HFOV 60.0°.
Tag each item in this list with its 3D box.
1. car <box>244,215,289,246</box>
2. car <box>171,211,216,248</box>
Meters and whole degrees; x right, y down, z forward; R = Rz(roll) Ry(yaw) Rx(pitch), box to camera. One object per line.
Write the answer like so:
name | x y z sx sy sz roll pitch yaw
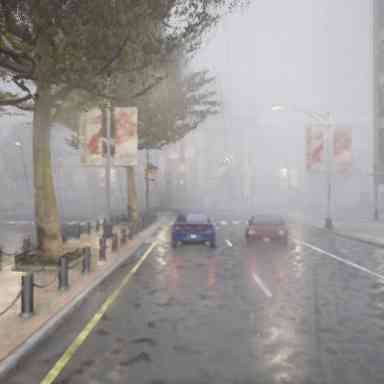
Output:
car | 3.666 1.771 16.395 1.895 1.301 4.718 0 -1 13
car | 0.061 1.641 15.765 1.882 1.535 5.008 0 -1 0
